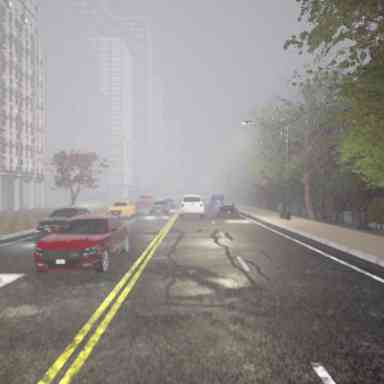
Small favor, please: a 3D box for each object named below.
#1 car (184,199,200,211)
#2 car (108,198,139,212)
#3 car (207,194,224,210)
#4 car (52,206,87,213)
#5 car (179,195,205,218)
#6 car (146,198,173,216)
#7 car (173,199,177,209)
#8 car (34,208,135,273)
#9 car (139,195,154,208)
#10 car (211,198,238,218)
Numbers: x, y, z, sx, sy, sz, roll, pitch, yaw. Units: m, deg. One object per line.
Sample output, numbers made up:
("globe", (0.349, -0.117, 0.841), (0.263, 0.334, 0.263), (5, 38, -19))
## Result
("car", (0.027, 1.671, 44.042), (2.033, 1.411, 5.357), (0, 0, 1))
("car", (-6.547, 1.562, 31.185), (1.882, 1.535, 5.008), (0, 0, 1))
("car", (3.285, 1.346, 44.687), (2.150, 2.045, 5.566), (0, 0, 0))
("car", (-6.587, 1.552, 17.918), (1.837, 1.490, 4.892), (0, 0, 0))
("car", (-0.001, 1.307, 31.028), (2.150, 2.045, 5.566), (0, 0, 0))
("car", (-3.263, 1.620, 34.424), (1.812, 1.442, 4.674), (0, 0, 0))
("car", (-3.252, 1.670, 47.270), (1.812, 1.442, 4.674), (0, 0, 0))
("car", (-3.350, 1.507, 10.978), (1.882, 1.535, 5.008), (0, 0, 0))
("car", (-6.503, 1.394, 47.274), (2.150, 2.045, 5.566), (0, 0, 0))
("car", (3.256, 1.579, 31.714), (2.128, 1.511, 4.902), (0, 0, 0))
